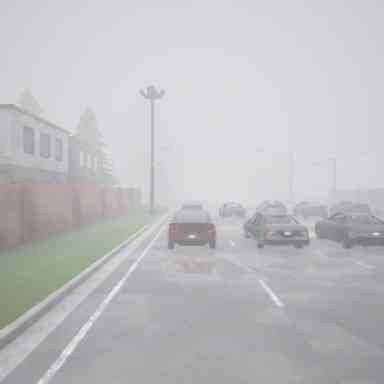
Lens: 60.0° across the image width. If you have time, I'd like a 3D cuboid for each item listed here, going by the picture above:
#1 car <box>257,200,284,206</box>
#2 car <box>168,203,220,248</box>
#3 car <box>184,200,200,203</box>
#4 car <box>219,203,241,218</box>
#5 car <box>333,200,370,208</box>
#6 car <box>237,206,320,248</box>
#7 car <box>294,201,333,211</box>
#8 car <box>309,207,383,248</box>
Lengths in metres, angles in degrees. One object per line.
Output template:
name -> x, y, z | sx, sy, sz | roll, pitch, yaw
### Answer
car -> 7.000, 1.493, 29.659 | 2.128, 1.511, 4.902 | 0, 0, 0
car -> 0.000, 1.482, 14.659 | 1.882, 1.535, 5.008 | 0, 0, 0
car -> 0.000, 1.482, 29.659 | 1.882, 1.535, 5.008 | 0, 0, 0
car -> 3.500, 1.614, 29.689 | 1.895, 1.301, 4.718 | 0, 0, 0
car -> 14.000, 1.514, 29.659 | 1.837, 1.490, 4.892 | 0, 0, 0
car -> 3.500, 1.560, 14.659 | 2.033, 1.411, 5.357 | 0, 0, 0
car -> 10.500, 1.531, 29.659 | 1.812, 1.442, 4.674 | 0, 0, 0
car -> 7.000, 1.570, 14.659 | 1.994, 1.385, 4.181 | 0, 0, 0
